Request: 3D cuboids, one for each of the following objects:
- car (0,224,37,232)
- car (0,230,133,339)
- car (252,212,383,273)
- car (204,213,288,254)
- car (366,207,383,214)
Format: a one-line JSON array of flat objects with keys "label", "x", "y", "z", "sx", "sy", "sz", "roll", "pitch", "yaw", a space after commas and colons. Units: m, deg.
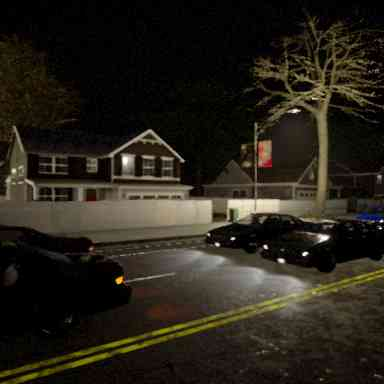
[{"label": "car", "x": -5.091, "y": 1.523, "z": 8.086, "sx": 5.357, "sy": 1.411, "sz": 2.033, "roll": 1, "pitch": 0, "yaw": -35}, {"label": "car", "x": -3.660, "y": 1.528, "z": 5.105, "sx": 5.357, "sy": 1.411, "sz": 2.033, "roll": 1, "pitch": 0, "yaw": -32}, {"label": "car", "x": 4.703, "y": 1.600, "z": 11.101, "sx": 5.357, "sy": 1.411, "sz": 2.033, "roll": 0, "pitch": 0, "yaw": -36}, {"label": "car", "x": 3.112, "y": 1.593, "z": 13.970, "sx": 5.357, "sy": 1.411, "sz": 2.033, "roll": 0, "pitch": 0, "yaw": -36}, {"label": "car", "x": 11.799, "y": 1.642, "z": 20.497, "sx": 4.674, "sy": 1.442, "sz": 1.812, "roll": 1, "pitch": 0, "yaw": -37}]
